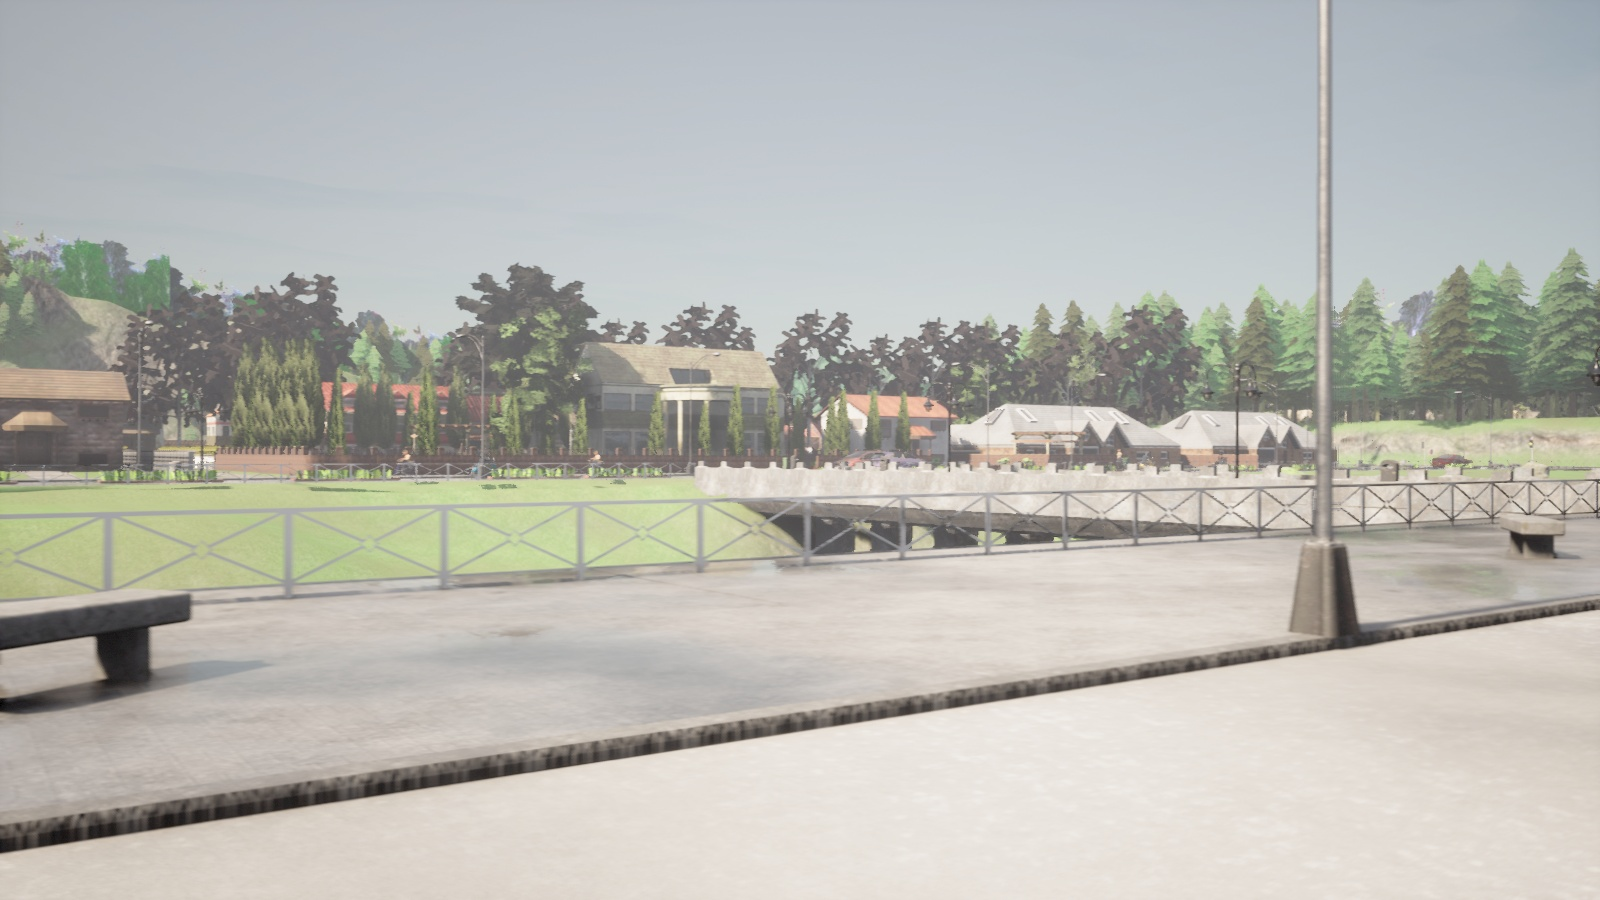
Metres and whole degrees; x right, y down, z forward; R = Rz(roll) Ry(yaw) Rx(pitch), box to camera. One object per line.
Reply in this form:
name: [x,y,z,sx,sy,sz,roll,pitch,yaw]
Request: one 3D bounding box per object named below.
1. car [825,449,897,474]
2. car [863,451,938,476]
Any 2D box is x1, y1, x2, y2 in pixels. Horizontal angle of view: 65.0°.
car: [4.260,0.794,87.262,4.611,1.667,2.242,0,0,-35]
car: [6.752,0.867,84.122,4.856,1.649,2.033,0,0,-35]
